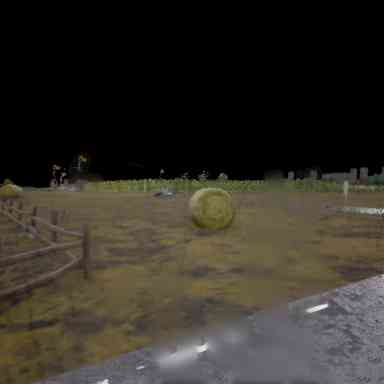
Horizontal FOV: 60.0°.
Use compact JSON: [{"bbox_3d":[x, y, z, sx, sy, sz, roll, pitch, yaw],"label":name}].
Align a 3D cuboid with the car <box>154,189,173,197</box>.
[{"bbox_3d":[-5.215,0.163,60.494,2.128,1.511,4.902,1,0,-35],"label":"car"}]
